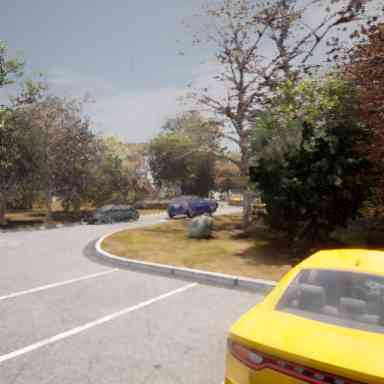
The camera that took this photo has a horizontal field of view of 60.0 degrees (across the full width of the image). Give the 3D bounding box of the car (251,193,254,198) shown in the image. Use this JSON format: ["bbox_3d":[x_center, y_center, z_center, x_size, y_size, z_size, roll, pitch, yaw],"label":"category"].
[{"bbox_3d":[8.926,0.625,50.322,2.150,2.045,5.566,-1,0,-16],"label":"car"}]

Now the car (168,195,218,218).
[{"bbox_3d":[0.046,1.096,27.086,2.097,1.767,4.553,-4,-1,35],"label":"car"}]

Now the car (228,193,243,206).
[{"bbox_3d":[6.046,1.055,45.007,1.882,1.535,5.008,-2,1,-1],"label":"car"}]

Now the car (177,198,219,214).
[{"bbox_3d":[0.733,1.393,33.907,1.895,1.301,4.718,-4,-1,35],"label":"car"}]

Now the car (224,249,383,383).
[{"bbox_3d":[2.247,1.481,4.206,2.097,1.535,5.008,0,0,36],"label":"car"}]

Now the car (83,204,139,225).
[{"bbox_3d":[-5.908,1.611,24.629,1.994,1.385,4.181,-4,-1,36],"label":"car"}]
